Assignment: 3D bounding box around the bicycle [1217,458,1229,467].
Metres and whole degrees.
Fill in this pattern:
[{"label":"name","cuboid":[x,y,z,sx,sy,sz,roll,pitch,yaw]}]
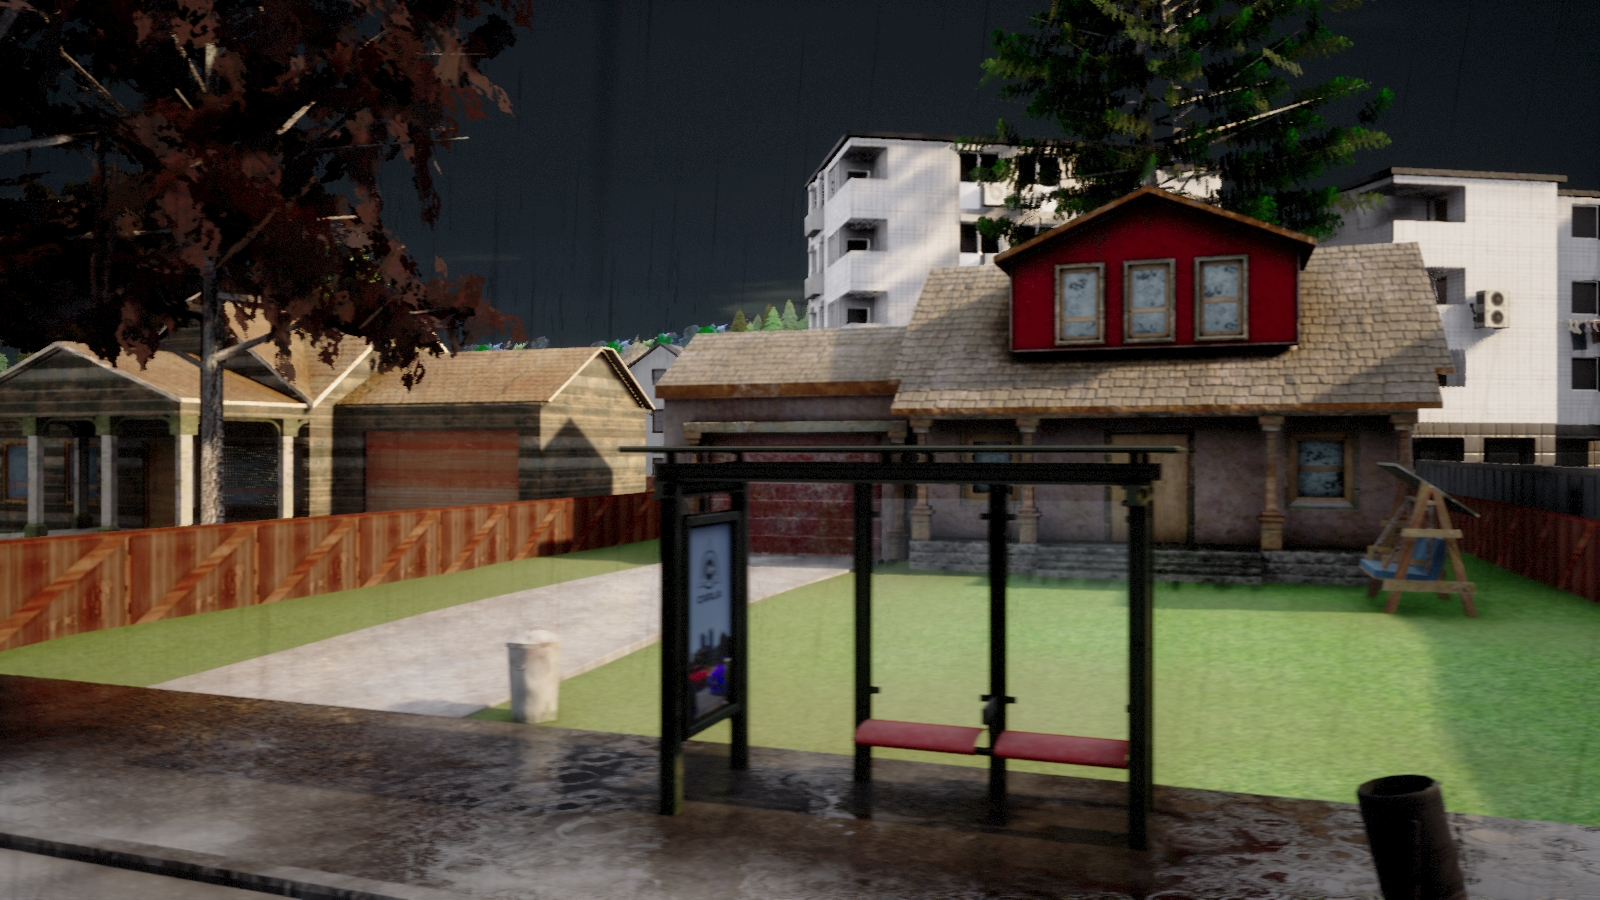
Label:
[{"label":"bicycle","cuboid":[70.672,2.061,190.996,1.835,1.471,0.329,0,0,20]}]
